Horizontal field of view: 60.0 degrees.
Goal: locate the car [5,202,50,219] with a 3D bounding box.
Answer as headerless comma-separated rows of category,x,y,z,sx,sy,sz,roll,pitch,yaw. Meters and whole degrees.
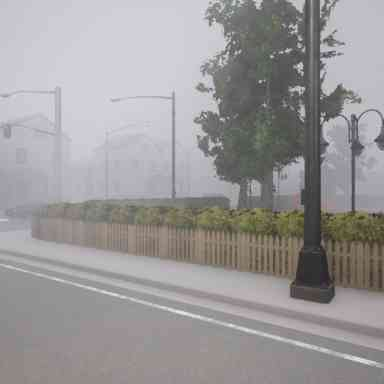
car,-14.031,1.564,29.263,1.994,1.385,4.181,0,0,35

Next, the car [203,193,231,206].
car,3.528,1.221,48.161,2.150,2.045,5.566,0,0,35
